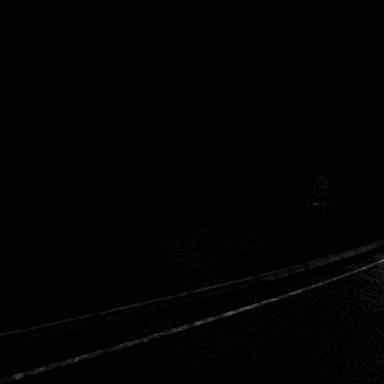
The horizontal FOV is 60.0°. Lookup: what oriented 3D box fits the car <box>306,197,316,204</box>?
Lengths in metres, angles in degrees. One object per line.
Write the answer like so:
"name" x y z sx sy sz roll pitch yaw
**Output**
"car" 25.895 1.966 74.455 1.812 1.442 4.674 -6 -2 -10
